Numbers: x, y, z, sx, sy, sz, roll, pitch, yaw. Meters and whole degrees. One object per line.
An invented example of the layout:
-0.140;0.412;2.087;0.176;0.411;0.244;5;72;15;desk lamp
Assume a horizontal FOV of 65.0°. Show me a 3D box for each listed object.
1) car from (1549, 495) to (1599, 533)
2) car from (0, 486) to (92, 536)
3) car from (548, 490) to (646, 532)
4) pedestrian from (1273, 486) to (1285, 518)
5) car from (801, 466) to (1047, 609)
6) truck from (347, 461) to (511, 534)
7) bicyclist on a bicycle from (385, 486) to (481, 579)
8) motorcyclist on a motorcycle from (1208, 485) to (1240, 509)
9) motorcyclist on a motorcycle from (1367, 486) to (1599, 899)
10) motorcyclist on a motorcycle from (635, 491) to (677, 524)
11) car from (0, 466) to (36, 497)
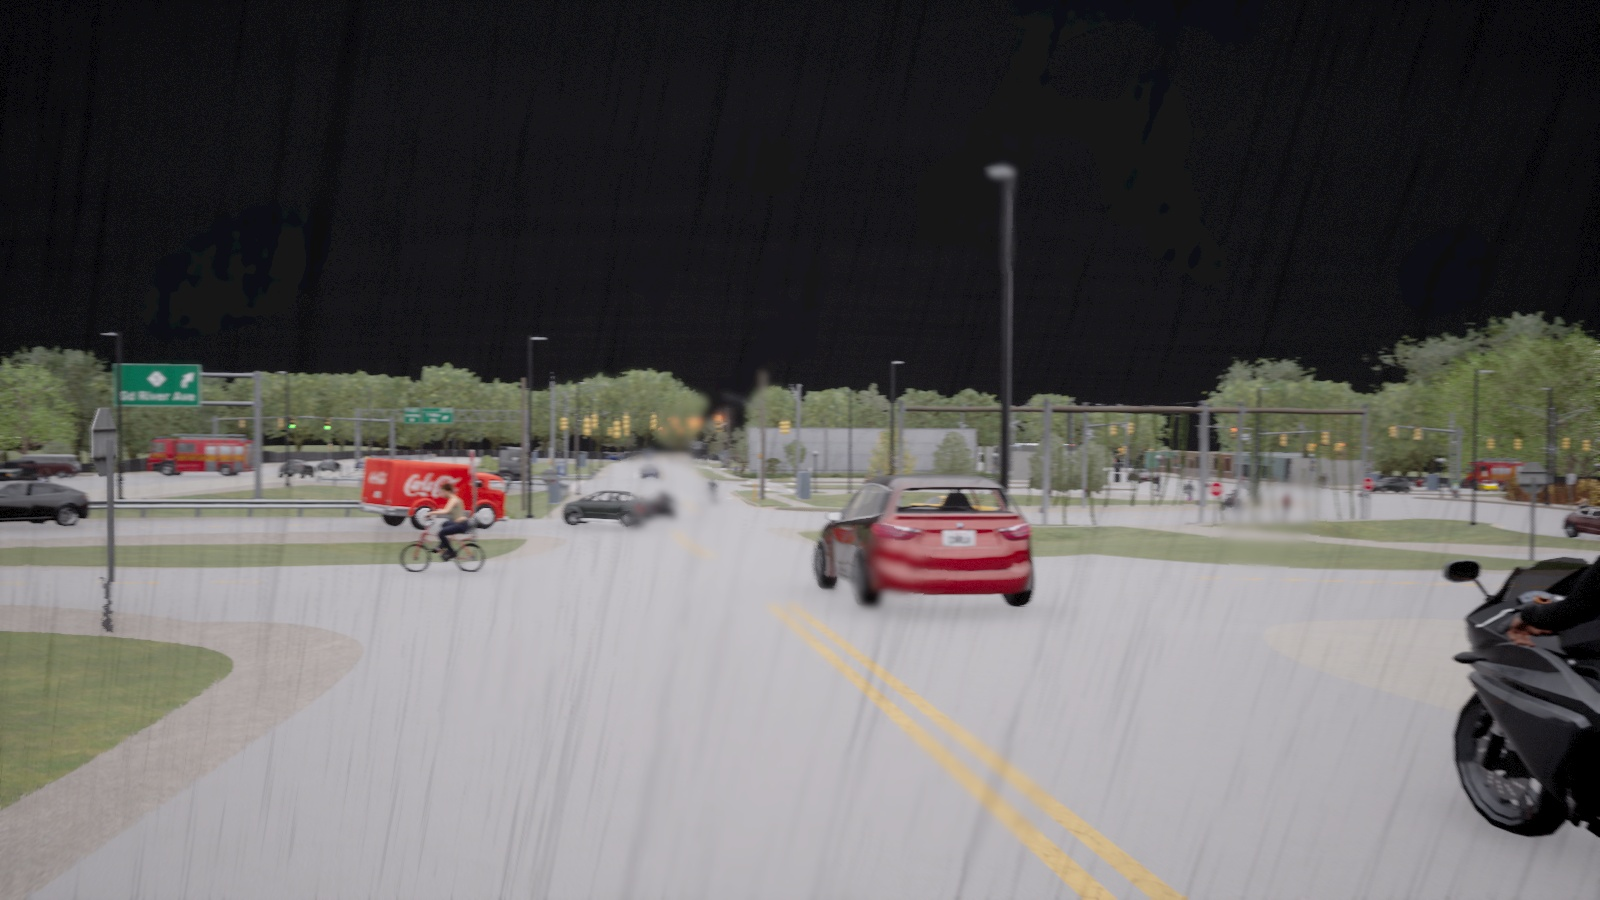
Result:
39.466;3.147;61.667;2.152;1.651;5.027;0;1;-3;car
-25.496;1.919;39.890;2.163;1.488;4.792;0;-1;30;car
-8.584;2.570;53.391;3.705;1.549;1.789;2;-1;6;car
28.253;3.060;74.025;0.636;1.846;0.331;-1;2;-32;pedestrian
1.489;1.098;17.215;2.242;1.667;4.611;0;-2;-9;car
-14.080;1.835;47.879;2.627;2.467;5.204;2;-3;44;truck
-6.566;1.459;22.533;1.509;1.612;0.866;-1;-1;-5;bicyclist on a bicycle
29.995;3.303;88.778;2.350;1.649;0.766;0;1;-31;motorcyclist on a motorcycle
3.221;0.921;4.845;0.866;1.530;2.191;0;-1;-6;motorcyclist on a motorcycle
-7.113;2.826;62.236;0.866;1.530;2.191;0;0;32;motorcyclist on a motorcycle
-51.717;2.043;81.833;1.905;1.878;3.866;0;0;-8;car
